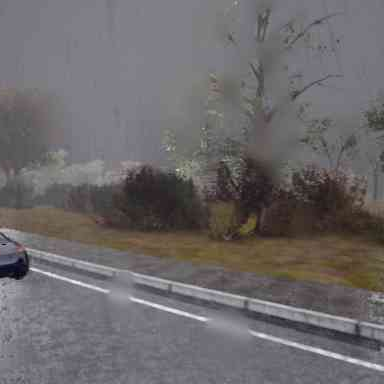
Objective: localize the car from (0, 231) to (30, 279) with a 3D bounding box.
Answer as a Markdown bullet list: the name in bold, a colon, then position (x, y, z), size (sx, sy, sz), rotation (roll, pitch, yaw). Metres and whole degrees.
- **car**: position (-6.197, 1.586, 9.061), size (4.181, 1.385, 1.994), rotation (0, 0, 40)
